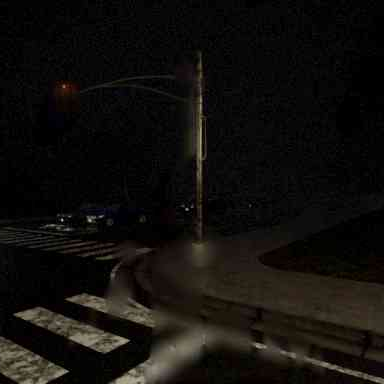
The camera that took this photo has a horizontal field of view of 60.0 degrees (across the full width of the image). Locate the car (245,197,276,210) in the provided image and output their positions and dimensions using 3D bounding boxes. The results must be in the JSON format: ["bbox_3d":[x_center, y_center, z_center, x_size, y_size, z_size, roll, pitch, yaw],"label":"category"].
[{"bbox_3d":[8.177,1.371,40.815,1.837,1.490,4.892,0,0,35],"label":"car"}]

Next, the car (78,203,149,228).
[{"bbox_3d":[-4.849,1.465,22.169,1.812,1.442,4.674,0,0,36],"label":"car"}]

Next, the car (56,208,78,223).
[{"bbox_3d":[-7.128,1.495,24.508,2.033,1.411,5.357,0,0,38],"label":"car"}]

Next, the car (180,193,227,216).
[{"bbox_3d":[1.150,1.124,30.763,2.150,2.045,5.566,0,0,35],"label":"car"}]

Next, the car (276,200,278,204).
[{"bbox_3d":[11.525,1.454,51.182,1.895,1.301,4.718,0,0,35],"label":"car"}]

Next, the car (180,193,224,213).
[{"bbox_3d":[1.235,1.119,36.565,2.150,2.045,5.566,0,0,35],"label":"car"}]
